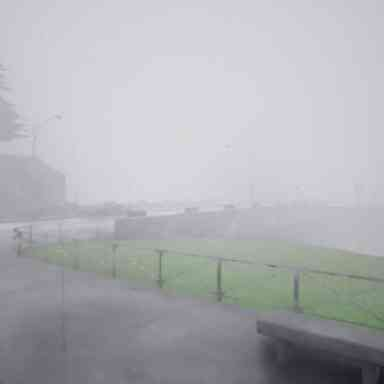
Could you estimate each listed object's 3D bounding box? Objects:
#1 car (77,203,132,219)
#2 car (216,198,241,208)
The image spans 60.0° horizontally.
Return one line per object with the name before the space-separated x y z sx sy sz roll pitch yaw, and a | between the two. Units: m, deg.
car | -7.527 1.601 28.915 1.895 1.301 4.718 0 0 35
car | 5.217 1.526 46.768 1.812 1.442 4.674 0 0 36
